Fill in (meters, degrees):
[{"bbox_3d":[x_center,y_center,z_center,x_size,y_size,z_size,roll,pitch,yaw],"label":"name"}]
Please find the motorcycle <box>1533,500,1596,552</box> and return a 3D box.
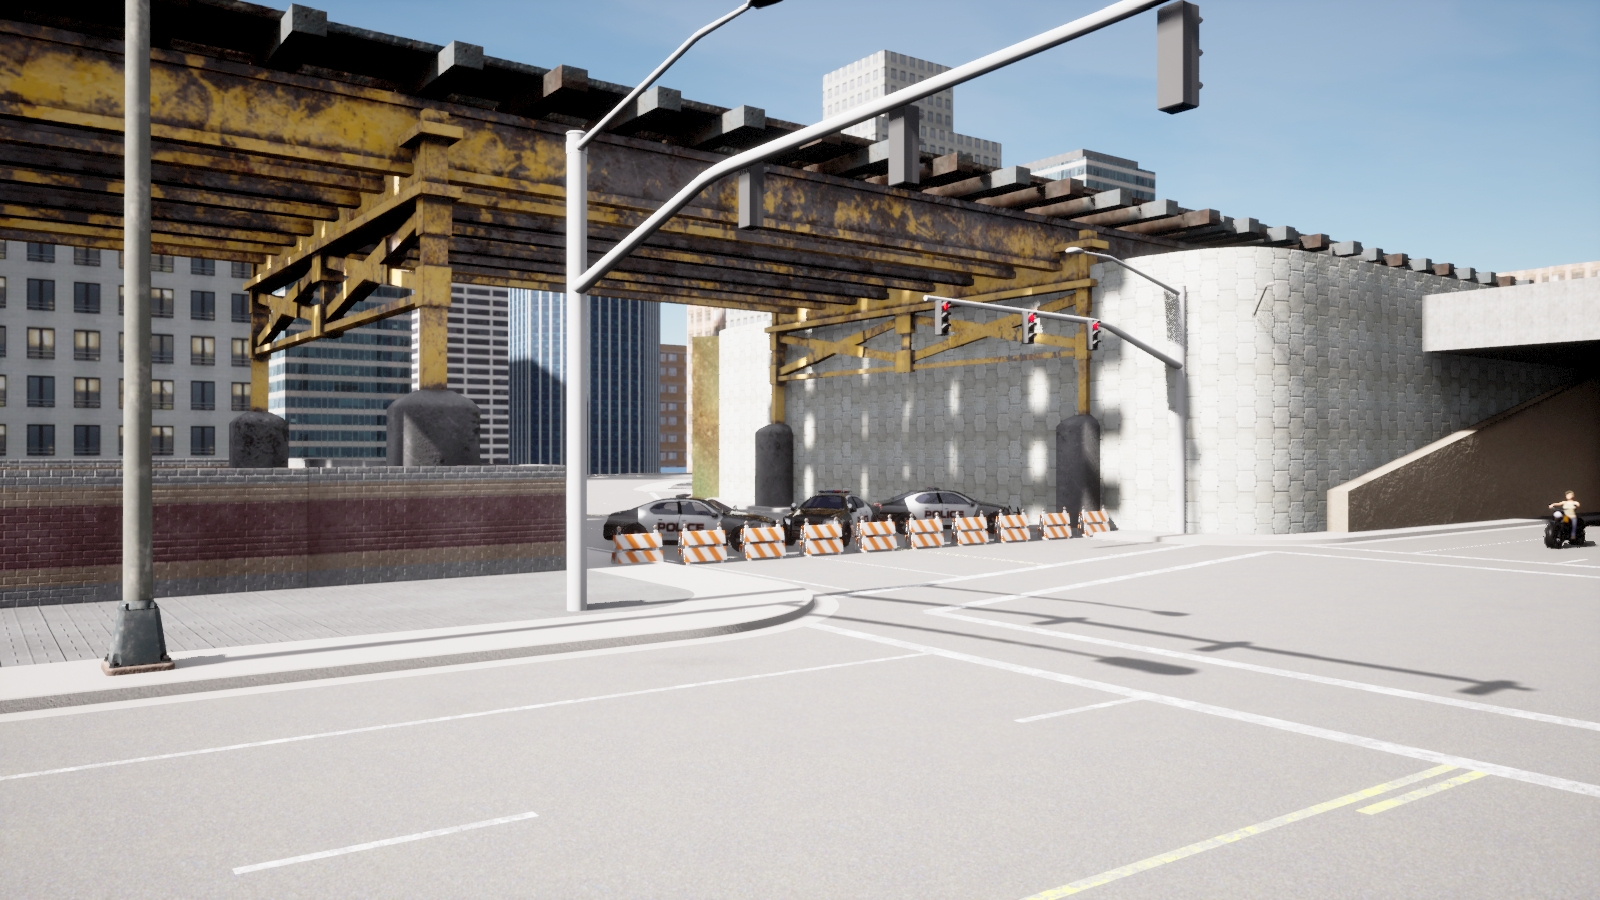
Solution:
[{"bbox_3d":[21.875,2.143,32.664,2.356,1.332,0.764,0,0,-37],"label":"motorcycle"}]
